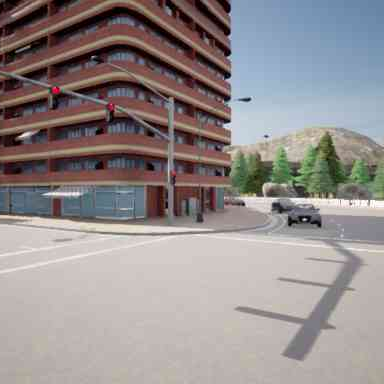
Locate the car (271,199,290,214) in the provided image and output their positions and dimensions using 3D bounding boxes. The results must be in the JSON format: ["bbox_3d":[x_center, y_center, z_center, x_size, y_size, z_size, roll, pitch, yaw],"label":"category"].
[{"bbox_3d":[9.435,1.436,34.014,1.812,1.442,4.674,0,0,-2],"label":"car"}]

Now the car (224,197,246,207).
[{"bbox_3d":[6.067,1.450,48.424,1.994,1.385,4.181,0,0,-26],"label":"car"}]

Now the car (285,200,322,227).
[{"bbox_3d":[7.452,1.491,22.023,1.994,1.385,4.181,0,0,19],"label":"car"}]
